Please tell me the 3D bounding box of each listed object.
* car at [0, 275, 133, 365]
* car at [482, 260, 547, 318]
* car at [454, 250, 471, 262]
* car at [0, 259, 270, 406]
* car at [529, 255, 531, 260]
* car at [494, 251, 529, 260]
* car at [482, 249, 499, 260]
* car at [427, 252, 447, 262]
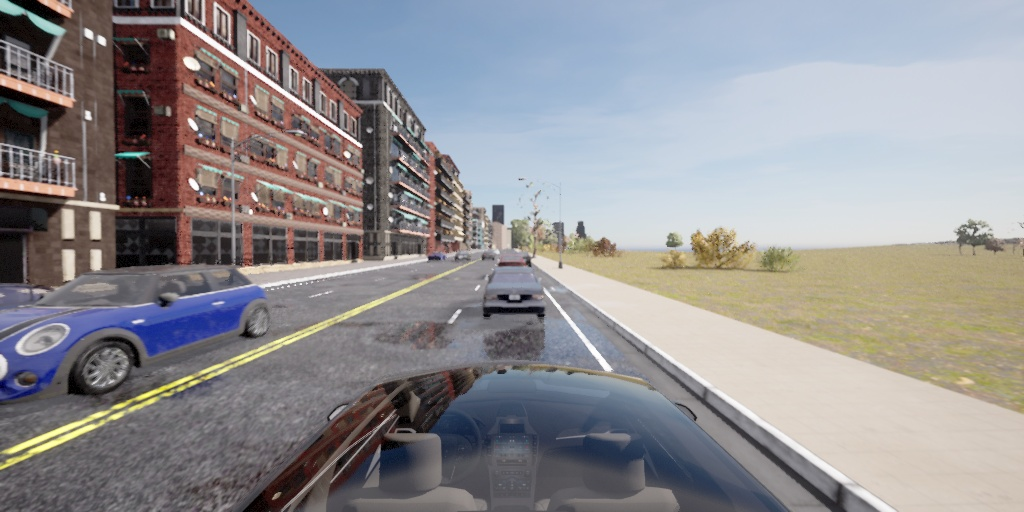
[{"bbox_3d":[-9.872,1.195,6.293,1.994,1.385,4.181,0,2,0],"label":"car"},{"bbox_3d":[0.049,1.034,11.681,2.033,1.411,5.357,0,2,0],"label":"car"},{"bbox_3d":[-6.825,-0.032,49.927,2.128,1.511,4.902,0,1,0],"label":"car"},{"bbox_3d":[-6.622,0.981,6.328,2.097,1.767,4.553,0,2,0],"label":"car"},{"bbox_3d":[0.952,0.307,36.539,1.882,1.535,5.008,0,2,0],"label":"car"},{"bbox_3d":[-0.021,0.621,24.691,1.882,1.535,5.008,0,2,0],"label":"car"},{"bbox_3d":[-3.520,-0.141,53.982,2.128,1.511,4.902,0,2,0],"label":"car"},{"bbox_3d":[-10.074,0.115,48.490,1.895,1.301,4.718,0,2,0],"label":"car"}]
